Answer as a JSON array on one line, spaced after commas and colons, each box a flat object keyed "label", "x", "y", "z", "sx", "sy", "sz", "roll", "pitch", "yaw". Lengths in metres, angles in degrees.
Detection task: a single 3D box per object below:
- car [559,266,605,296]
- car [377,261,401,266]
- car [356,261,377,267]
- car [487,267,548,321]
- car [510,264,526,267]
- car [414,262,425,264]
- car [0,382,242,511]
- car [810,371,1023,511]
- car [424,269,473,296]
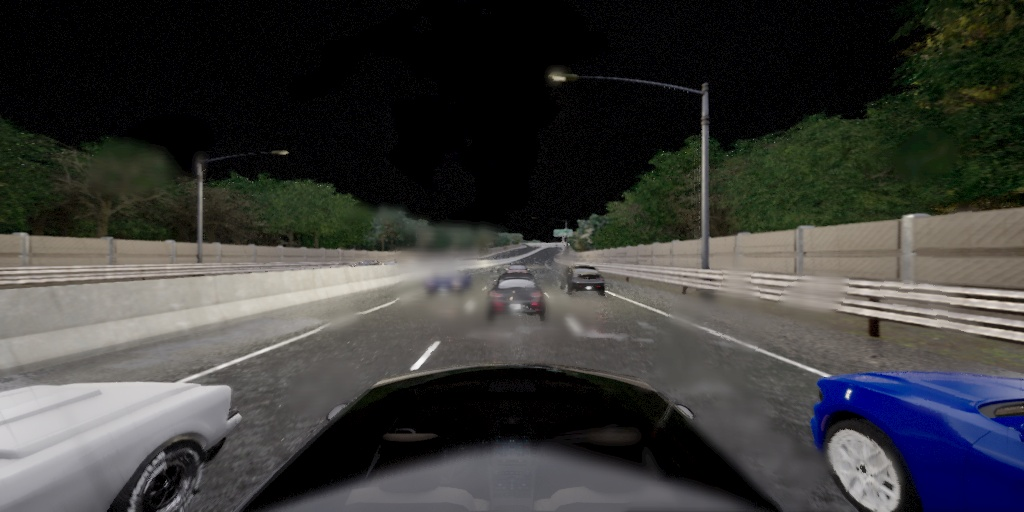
[{"label": "car", "x": 3.768, "y": 1.289, "z": 19.645, "sx": 1.837, "sy": 1.490, "sz": 4.892, "roll": 0, "pitch": 0, "yaw": 1}, {"label": "car", "x": -16.516, "y": 1.455, "z": 49.757, "sx": 1.812, "sy": 1.442, "sz": 4.674, "roll": 0, "pitch": -1, "yaw": 3}, {"label": "car", "x": -20.003, "y": 1.419, "z": 50.111, "sx": 2.128, "sy": 1.511, "sz": 4.902, "roll": 0, "pitch": -1, "yaw": 3}, {"label": "car", "x": 0.175, "y": 1.285, "z": 12.350, "sx": 1.812, "sy": 1.442, "sz": 4.674, "roll": 0, "pitch": 0, "yaw": 0}, {"label": "car", "x": 0.485, "y": 1.378, "z": 30.494, "sx": 2.033, "sy": 1.411, "sz": 5.357, "roll": 0, "pitch": 0, "yaw": 1}, {"label": "car", "x": -12.977, "y": 1.489, "z": 50.475, "sx": 2.033, "sy": 1.411, "sz": 5.357, "roll": 0, "pitch": 0, "yaw": 3}, {"label": "car", "x": -3.383, "y": 1.347, "z": 1.084, "sx": 1.895, "sy": 1.301, "sz": 4.718, "roll": 0, "pitch": 0, "yaw": 0}, {"label": "car", "x": 3.621, "y": 1.232, "z": 1.154, "sx": 1.882, "sy": 1.535, "sz": 5.008, "roll": 0, "pitch": 0, "yaw": 0}, {"label": "car", "x": -3.241, "y": 1.375, "z": 19.410, "sx": 1.895, "sy": 1.301, "sz": 4.718, "roll": 0, "pitch": 0, "yaw": 1}]
